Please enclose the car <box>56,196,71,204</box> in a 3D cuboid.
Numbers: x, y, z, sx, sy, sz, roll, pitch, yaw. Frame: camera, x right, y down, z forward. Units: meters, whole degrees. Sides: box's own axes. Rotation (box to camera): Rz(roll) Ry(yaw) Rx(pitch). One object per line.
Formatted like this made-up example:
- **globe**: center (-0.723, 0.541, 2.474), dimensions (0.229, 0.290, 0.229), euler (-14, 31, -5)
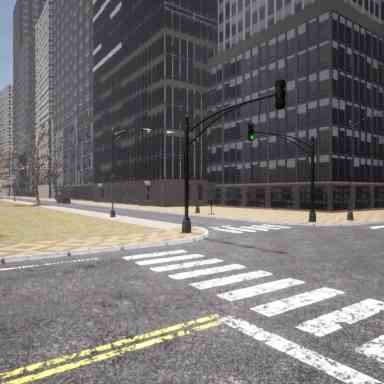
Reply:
- **car**: center (-24.713, 1.506, 63.756), dimensions (1.837, 1.490, 4.892), euler (0, -2, -35)
